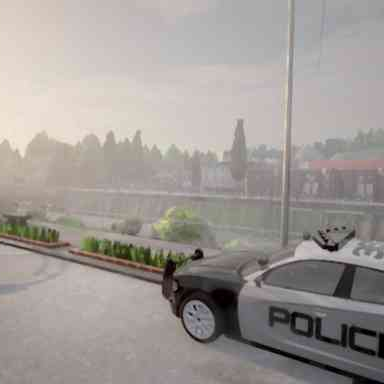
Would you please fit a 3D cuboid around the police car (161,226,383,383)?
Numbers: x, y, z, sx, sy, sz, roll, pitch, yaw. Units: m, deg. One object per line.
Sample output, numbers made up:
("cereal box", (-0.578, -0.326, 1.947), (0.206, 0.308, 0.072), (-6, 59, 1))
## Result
("police car", (1.839, 1.341, 4.582), (5.238, 1.638, 1.930), (2, 5, 36))
